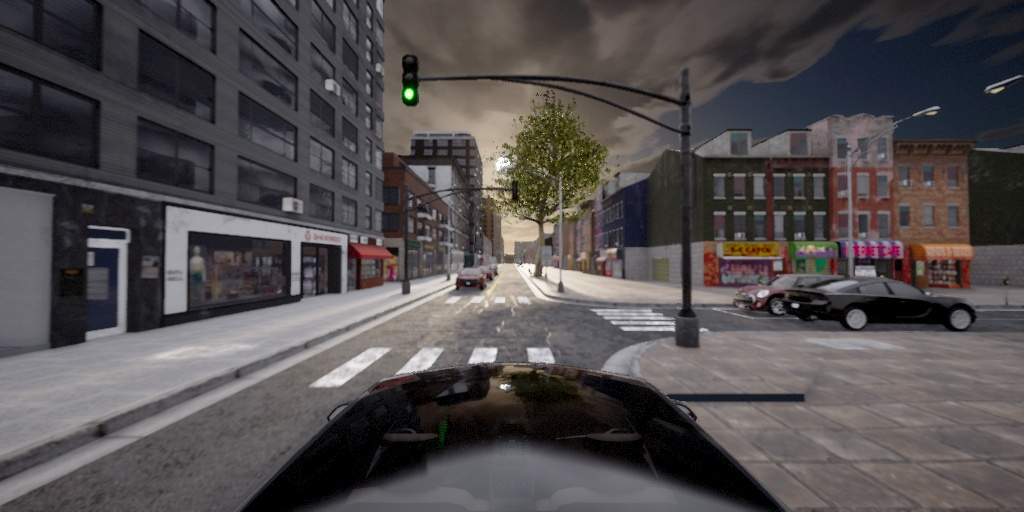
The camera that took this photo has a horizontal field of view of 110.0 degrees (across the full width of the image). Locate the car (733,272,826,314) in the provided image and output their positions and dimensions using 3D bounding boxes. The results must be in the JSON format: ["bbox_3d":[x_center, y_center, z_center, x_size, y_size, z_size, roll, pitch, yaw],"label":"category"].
[{"bbox_3d":[10.909,1.423,13.935,4.097,1.591,1.967,0,0,0],"label":"car"}]

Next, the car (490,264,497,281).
[{"bbox_3d":[-2.884,1.691,36.321,1.882,1.535,5.008,0,-1,0],"label":"car"}]

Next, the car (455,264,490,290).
[{"bbox_3d":[-2.869,1.549,25.833,1.882,1.535,5.008,0,-1,0],"label":"car"}]

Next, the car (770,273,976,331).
[{"bbox_3d":[11.392,1.421,11.312,5.008,1.535,1.882,0,-1,0],"label":"car"}]

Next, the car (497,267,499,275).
[{"bbox_3d":[-2.877,1.887,49.412,2.128,1.511,4.902,0,-1,0],"label":"car"}]
